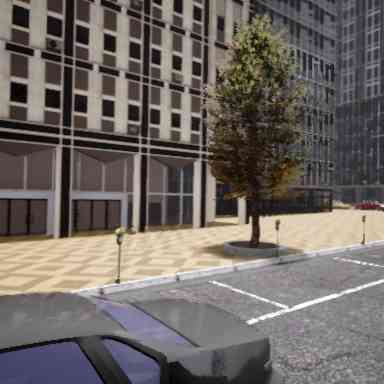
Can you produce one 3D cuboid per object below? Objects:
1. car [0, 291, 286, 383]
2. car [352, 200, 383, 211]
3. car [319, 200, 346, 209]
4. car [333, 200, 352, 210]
[{"bbox_3d":[-1.715,1.546,2.158,5.357,1.411,2.033,0,0,-36],"label":"car"},{"bbox_3d":[24.780,1.872,45.635,1.967,1.590,4.097,1,-1,-35],"label":"car"},{"bbox_3d":[25.136,2.181,59.750,1.967,1.590,4.097,1,-1,-35],"label":"car"},{"bbox_3d":[21.621,2.010,50.152,1.752,1.417,4.829,1,-1,-35],"label":"car"}]
